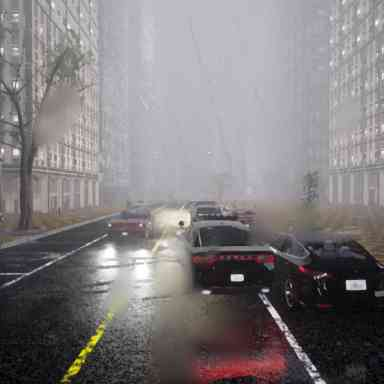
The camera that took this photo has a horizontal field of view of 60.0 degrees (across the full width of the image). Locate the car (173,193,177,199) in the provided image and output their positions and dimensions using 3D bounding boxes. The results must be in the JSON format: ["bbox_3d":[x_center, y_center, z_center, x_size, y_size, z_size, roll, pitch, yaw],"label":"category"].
[{"bbox_3d":[-5.426,1.271,86.546,2.192,1.841,5.009,-1,0,0],"label":"car"}]

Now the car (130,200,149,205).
[{"bbox_3d":[-5.586,1.539,35.774,2.008,1.369,4.403,-1,0,0],"label":"car"}]

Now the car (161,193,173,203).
[{"bbox_3d":[-5.478,1.495,69.452,1.752,1.417,4.829,-1,0,0],"label":"car"}]

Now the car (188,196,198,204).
[{"bbox_3d":[0.201,1.538,63.810,1.994,1.385,4.181,0,0,0],"label":"car"}]

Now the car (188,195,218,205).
[{"bbox_3d":[0.925,1.345,24.782,2.097,1.767,4.553,0,0,0],"label":"car"}]

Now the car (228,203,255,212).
[{"bbox_3d":[2.740,1.540,18.829,1.887,1.381,4.507,-1,0,0],"label":"car"}]

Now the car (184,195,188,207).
[{"bbox_3d":[0.191,1.548,46.462,1.994,1.385,4.181,0,0,-1],"label":"car"}]

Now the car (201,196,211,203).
[{"bbox_3d":[2.904,1.521,69.614,2.008,1.369,4.403,-1,0,0],"label":"car"}]

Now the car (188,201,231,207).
[{"bbox_3d":[0.877,1.501,18.812,1.837,1.490,4.892,0,0,0],"label":"car"}]

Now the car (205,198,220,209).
[{"bbox_3d":[2.831,1.528,47.044,1.887,1.381,4.507,-1,0,0],"label":"car"}]

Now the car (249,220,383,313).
[{"bbox_3d":[2.705,1.564,7.544,1.947,1.339,4.313,-1,0,0],"label":"car"}]

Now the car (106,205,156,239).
[{"bbox_3d":[-3.048,1.596,17.379,1.895,1.301,4.718,0,0,0],"label":"car"}]

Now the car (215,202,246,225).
[{"bbox_3d":[2.759,1.518,24.642,1.752,1.417,4.829,-1,0,0],"label":"car"}]

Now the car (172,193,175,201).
[{"bbox_3d":[-5.459,1.548,75.263,1.802,1.307,4.206,-1,0,0],"label":"car"}]

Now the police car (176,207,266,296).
[{"bbox_3d":[0.632,1.423,8.879,1.930,1.638,5.238,0,0,-5],"label":"police car"}]

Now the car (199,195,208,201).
[{"bbox_3d":[2.958,1.507,86.543,2.008,1.369,4.403,-1,0,0],"label":"car"}]
